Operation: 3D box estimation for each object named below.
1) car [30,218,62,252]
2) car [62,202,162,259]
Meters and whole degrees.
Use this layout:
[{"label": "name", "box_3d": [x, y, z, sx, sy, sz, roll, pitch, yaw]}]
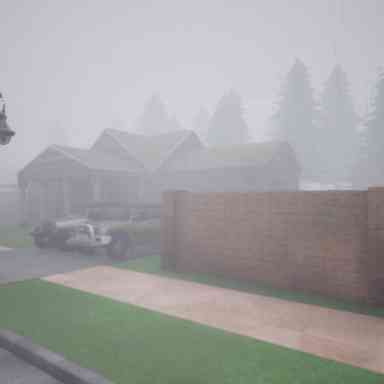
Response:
[{"label": "car", "box_3d": [-4.539, 1.358, 14.036, 1.905, 1.878, 3.866, -1, -1, 37]}, {"label": "car", "box_3d": [-2.288, 1.333, 12.851, 1.932, 1.855, 4.605, -1, -1, 37]}]
